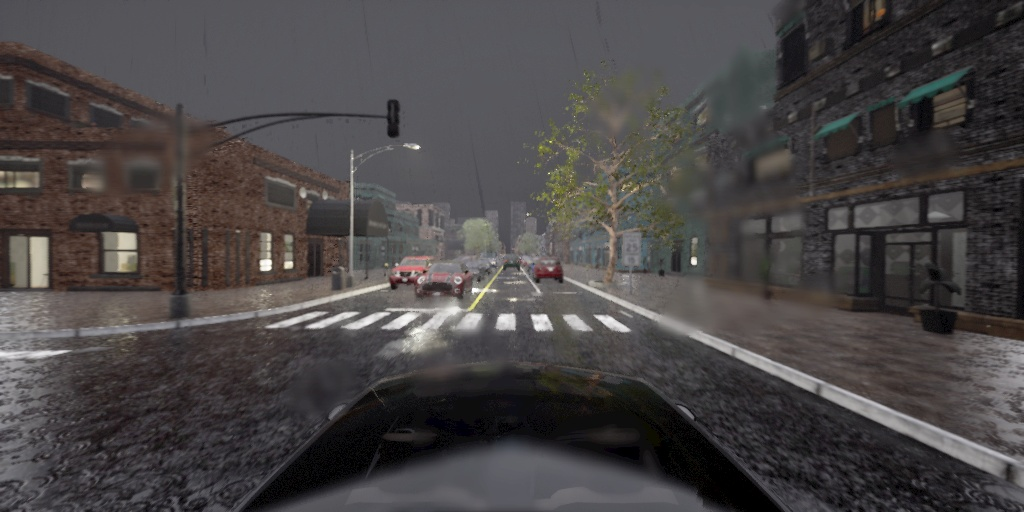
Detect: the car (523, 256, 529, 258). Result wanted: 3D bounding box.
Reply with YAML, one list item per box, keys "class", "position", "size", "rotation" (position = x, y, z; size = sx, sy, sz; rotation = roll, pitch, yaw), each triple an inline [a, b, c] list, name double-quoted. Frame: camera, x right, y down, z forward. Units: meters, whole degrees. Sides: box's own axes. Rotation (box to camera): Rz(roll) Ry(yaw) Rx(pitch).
- class: "car"
  position: [2.626, 1.062, 60.417]
  size: [1.967, 1.591, 4.097]
  rotation: [0, 0, 0]

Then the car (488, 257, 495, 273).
- class: "car"
  position: [-3.123, 1.120, 37.769]
  size: [1.837, 1.490, 4.892]
  rotation: [1, 0, 0]

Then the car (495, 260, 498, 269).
- class: "car"
  position: [-3.062, 1.129, 52.012]
  size: [2.033, 1.411, 5.357]
  rotation: [1, 0, 0]

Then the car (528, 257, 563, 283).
- class: "car"
  position: [2.667, 1.018, 27.153]
  size: [2.192, 1.841, 5.009]
  rotation: [0, 0, 0]

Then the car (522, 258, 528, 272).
- class: "car"
  position: [2.647, 1.213, 43.785]
  size: [2.007, 1.370, 4.403]
  rotation: [0, 0, 0]

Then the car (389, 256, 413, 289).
- class: "car"
  position: [-5.707, 0.941, 21.598]
  size: [2.192, 1.841, 5.009]
  rotation: [0, 0, 0]

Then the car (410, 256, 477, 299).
- class: "car"
  position: [-3.101, 1.017, 17.235]
  size: [2.097, 1.767, 4.553]
  rotation: [1, 0, 0]

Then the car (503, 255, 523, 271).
- class: "car"
  position: [-0.042, 0.847, 47.205]
  size: [2.150, 2.045, 5.566]
  rotation: [1, 0, 0]

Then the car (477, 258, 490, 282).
- class: "car"
  position: [-3.114, 1.132, 27.391]
  size: [2.128, 1.511, 4.902]
  rotation: [1, 0, 0]
